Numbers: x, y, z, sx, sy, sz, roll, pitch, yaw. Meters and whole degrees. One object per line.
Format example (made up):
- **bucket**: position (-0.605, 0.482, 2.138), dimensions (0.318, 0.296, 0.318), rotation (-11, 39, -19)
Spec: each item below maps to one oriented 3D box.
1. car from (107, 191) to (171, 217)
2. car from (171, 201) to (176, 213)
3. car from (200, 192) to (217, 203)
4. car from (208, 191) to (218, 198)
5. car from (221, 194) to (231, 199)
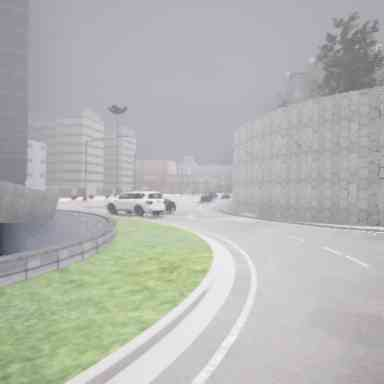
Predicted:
- **car**: position (-4.776, 0.963, 28.074), dimensions (5.566, 2.045, 2.150), rotation (1, 0, 37)
- **car**: position (-3.722, 1.240, 31.388), dimensions (4.892, 1.490, 1.837), rotation (1, -1, 35)
- **car**: position (2.741, 1.148, 59.324), dimensions (1.837, 1.490, 4.892), rotation (1, 0, 13)
- **car**: position (5.082, 0.739, 84.121), dimensions (2.150, 2.045, 5.566), rotation (1, 0, 14)
- **car**: position (8.625, 1.119, 83.894), dimensions (1.994, 1.385, 4.181), rotation (1, 0, 14)
